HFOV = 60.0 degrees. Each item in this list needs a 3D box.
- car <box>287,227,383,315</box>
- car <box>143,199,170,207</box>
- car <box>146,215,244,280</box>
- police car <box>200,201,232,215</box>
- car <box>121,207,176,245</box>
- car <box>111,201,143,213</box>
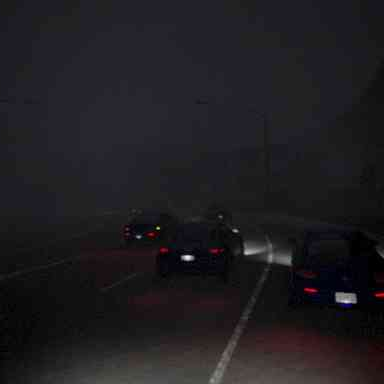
[{"bbox_3d":[3.155,1.506,7.445,1.812,1.442,4.674,-1,0,18],"label":"car"},{"bbox_3d":[-4.669,1.715,42.233,2.097,1.767,4.553,-1,0,-34],"label":"car"},{"bbox_3d":[0.420,1.619,10.252,1.994,1.385,4.181,-1,0,15],"label":"car"},{"bbox_3d":[1.738,1.550,25.871,1.930,1.638,5.238,-1,0,-6],"label":"police car"},{"bbox_3d":[-1.770,1.664,16.060,1.812,1.442,4.674,-1,0,11],"label":"car"},{"bbox_3d":[-8.398,1.942,41.513,1.837,1.490,4.892,0,-1,-37],"label":"car"}]
